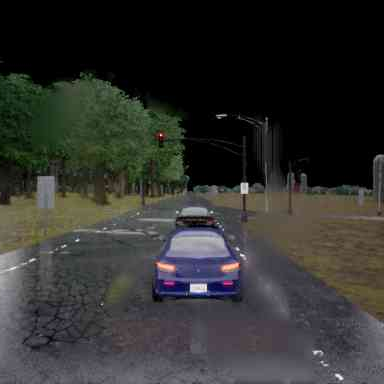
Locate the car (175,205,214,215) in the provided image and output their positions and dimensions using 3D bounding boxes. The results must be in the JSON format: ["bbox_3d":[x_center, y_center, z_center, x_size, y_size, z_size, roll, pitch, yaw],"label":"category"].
[{"bbox_3d":[0.134,1.432,17.411,1.882,1.535,5.008,0,0,0],"label":"car"}]

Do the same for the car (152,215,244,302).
[{"bbox_3d":[0.120,1.516,8.132,1.812,1.442,4.674,0,0,0],"label":"car"}]
